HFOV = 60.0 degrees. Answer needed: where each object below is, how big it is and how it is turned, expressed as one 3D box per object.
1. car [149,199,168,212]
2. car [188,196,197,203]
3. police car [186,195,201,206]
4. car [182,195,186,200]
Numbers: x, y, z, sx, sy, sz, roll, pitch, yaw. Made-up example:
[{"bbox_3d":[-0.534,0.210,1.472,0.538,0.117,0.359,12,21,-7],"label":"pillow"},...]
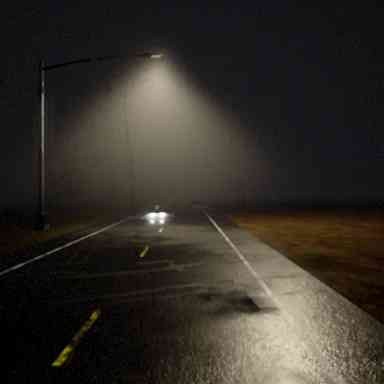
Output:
[{"bbox_3d":[-3.893,1.530,39.009,2.128,1.511,4.902,0,0,-1],"label":"car"},{"bbox_3d":[0.098,1.626,71.655,1.812,1.442,4.674,0,0,-1],"label":"car"},{"bbox_3d":[0.465,1.491,55.753,1.930,1.638,5.238,0,0,-1],"label":"police car"},{"bbox_3d":[-1.521,1.560,91.426,1.895,1.301,4.718,0,0,-2],"label":"car"}]
